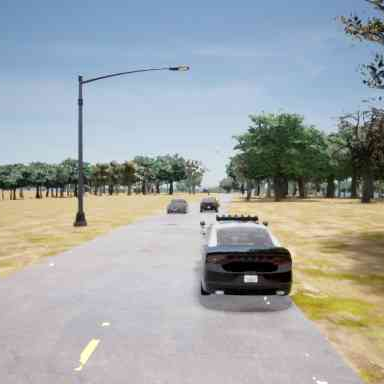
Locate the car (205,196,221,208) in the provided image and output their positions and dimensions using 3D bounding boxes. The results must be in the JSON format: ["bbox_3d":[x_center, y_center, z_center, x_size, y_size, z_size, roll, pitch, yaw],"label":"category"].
[{"bbox_3d":[2.983,1.320,47.174,1.882,1.535,5.008,0,0,8],"label":"car"}]

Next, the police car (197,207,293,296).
[{"bbox_3d":[1.168,1.423,8.812,1.930,1.638,5.238,0,0,1],"label":"police car"}]

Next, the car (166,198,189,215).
[{"bbox_3d":[-1.408,1.438,33.607,1.837,1.490,4.892,0,0,5],"label":"car"}]

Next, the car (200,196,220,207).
[{"bbox_3d":[1.959,1.393,36.799,1.882,1.535,5.008,0,0,6],"label":"car"}]
